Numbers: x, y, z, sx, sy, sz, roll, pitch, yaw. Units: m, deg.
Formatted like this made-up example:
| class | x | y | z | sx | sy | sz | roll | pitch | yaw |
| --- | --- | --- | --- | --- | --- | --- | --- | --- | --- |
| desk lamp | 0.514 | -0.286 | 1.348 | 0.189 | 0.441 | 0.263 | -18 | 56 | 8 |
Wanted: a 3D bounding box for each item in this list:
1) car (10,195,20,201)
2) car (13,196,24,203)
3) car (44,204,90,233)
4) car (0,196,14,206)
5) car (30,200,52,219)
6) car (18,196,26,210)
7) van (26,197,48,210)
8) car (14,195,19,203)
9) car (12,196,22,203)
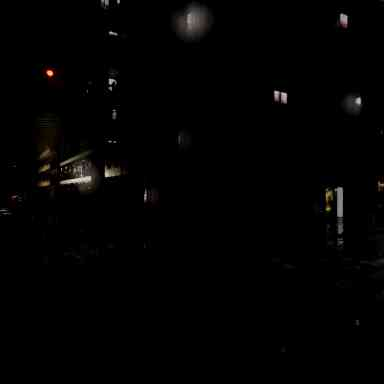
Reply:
| class | x | y | z | sx | sy | sz | roll | pitch | yaw |
| --- | --- | --- | --- | --- | --- | --- | --- | --- | --- |
| car | -43.854 | 1.536 | 82.218 | 2.008 | 1.369 | 4.403 | 1 | 0 | -30 |
| car | -35.436 | 1.548 | 67.846 | 1.887 | 1.381 | 4.507 | 1 | 0 | -30 |
| car | -7.374 | 1.608 | 19.939 | 1.947 | 1.339 | 4.313 | 1 | 0 | -30 |
| car | -29.707 | 1.468 | 52.988 | 1.882 | 1.535 | 5.008 | 1 | 0 | -30 |
| car | -12.987 | 1.619 | 29.520 | 1.802 | 1.307 | 4.206 | 1 | 0 | -30 |
| car | -21.403 | 1.467 | 43.893 | 1.967 | 1.590 | 4.097 | 1 | 0 | -30 |
| van | -15.790 | 1.374 | 34.312 | 1.690 | 1.788 | 3.998 | 1 | 0 | -30 |
| car | -27.017 | 1.569 | 53.474 | 2.008 | 1.369 | 4.403 | 1 | 0 | -30 |
| car | -38.242 | 1.542 | 72.637 | 1.887 | 1.381 | 4.507 | 1 | 0 | -30 |
